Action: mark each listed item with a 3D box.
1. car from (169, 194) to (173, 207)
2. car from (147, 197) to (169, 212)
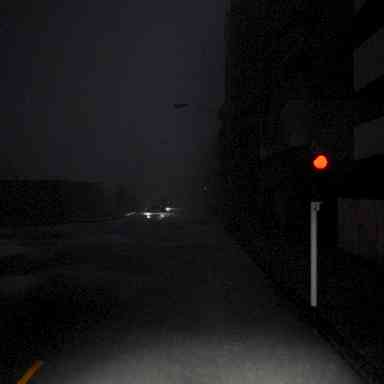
[{"bbox_3d":[-4.142,1.504,49.562,1.837,1.490,4.892,0,0,1],"label":"car"},{"bbox_3d":[-4.158,1.477,39.535,1.882,1.535,5.008,0,0,0],"label":"car"}]
